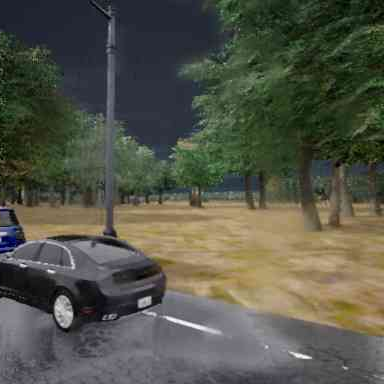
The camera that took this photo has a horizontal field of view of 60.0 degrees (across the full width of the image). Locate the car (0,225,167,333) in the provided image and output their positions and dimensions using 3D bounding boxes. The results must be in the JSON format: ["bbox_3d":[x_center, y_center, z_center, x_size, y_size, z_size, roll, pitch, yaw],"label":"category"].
[{"bbox_3d":[-2.753,1.676,7.198,4.892,1.490,1.837,-1,-2,37],"label":"car"}]

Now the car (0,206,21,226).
[{"bbox_3d":[-7.577,1.458,10.823,5.566,2.045,2.150,-1,-2,37],"label":"car"}]
